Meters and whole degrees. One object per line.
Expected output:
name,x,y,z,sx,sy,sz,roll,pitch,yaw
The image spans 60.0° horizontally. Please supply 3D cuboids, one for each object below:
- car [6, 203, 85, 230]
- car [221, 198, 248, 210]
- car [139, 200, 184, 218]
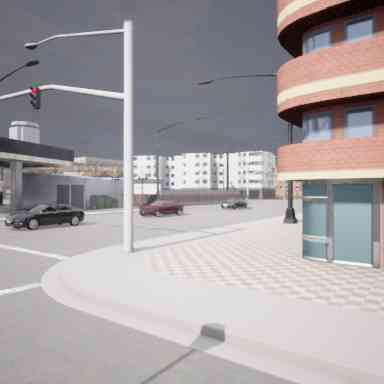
car,-9.211,1.504,21.241,1.837,1.490,4.892,0,0,34
car,5.473,1.488,42.569,2.128,1.511,4.902,0,0,35
car,-2.739,1.477,30.684,1.882,1.535,5.008,0,0,35
